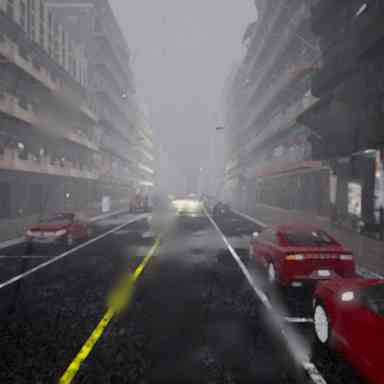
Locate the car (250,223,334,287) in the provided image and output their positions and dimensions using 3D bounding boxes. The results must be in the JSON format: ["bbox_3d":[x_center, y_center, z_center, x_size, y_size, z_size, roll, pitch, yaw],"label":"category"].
[{"bbox_3d":[2.692,1.510,9.025,1.887,1.381,4.507,0,0,0],"label":"car"}]

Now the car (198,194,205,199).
[{"bbox_3d":[2.697,1.272,94.124,1.752,1.417,4.829,0,0,0],"label":"car"}]

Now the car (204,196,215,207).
[{"bbox_3d":[2.694,1.413,37.337,2.008,1.369,4.403,0,0,0],"label":"car"}]

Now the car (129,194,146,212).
[{"bbox_3d":[-5.687,1.177,37.358,2.192,1.841,5.009,0,0,0],"label":"car"}]

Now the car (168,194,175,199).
[{"bbox_3d":[-5.683,1.272,93.807,1.752,1.417,4.829,0,0,0],"label":"car"}]

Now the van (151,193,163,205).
[{"bbox_3d":[-5.685,1.147,54.345,1.690,1.788,3.998,0,0,0],"label":"van"}]

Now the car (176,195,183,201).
[{"bbox_3d":[-2.993,1.314,74.976,1.895,1.301,4.718,0,0,0],"label":"car"}]

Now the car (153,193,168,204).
[{"bbox_3d":[-5.686,1.109,60.005,2.192,1.841,5.009,0,0,0],"label":"car"}]

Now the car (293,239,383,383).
[{"bbox_3d":[2.691,1.531,3.363,1.887,1.381,4.507,0,0,0],"label":"car"}]

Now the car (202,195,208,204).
[{"bbox_3d":[2.694,1.387,43.000,1.887,1.381,4.507,0,0,0],"label":"car"}]

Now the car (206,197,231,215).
[{"bbox_3d":[2.694,1.434,31.675,2.008,1.369,4.403,0,0,0],"label":"car"}]

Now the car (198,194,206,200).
[{"bbox_3d":[2.697,1.297,88.296,1.887,1.381,4.507,0,0,0],"label":"car"}]

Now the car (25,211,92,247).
[{"bbox_3d":[-5.689,1.526,14.709,1.802,1.307,4.206,0,0,0],"label":"car"}]

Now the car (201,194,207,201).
[{"bbox_3d":[2.695,1.264,48.659,1.967,1.590,4.097,0,0,0],"label":"car"}]

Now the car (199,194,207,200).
[{"bbox_3d":[2.697,1.305,82.630,1.887,1.381,4.507,0,0,0],"label":"car"}]

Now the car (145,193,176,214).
[{"bbox_3d":[-3.089,1.228,33.554,2.097,1.767,4.553,0,0,0],"label":"car"}]

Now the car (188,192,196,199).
[{"bbox_3d":[0.009,1.174,85.726,2.033,1.411,5.357,0,0,0],"label":"car"}]

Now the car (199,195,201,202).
[{"bbox_3d":[2.394,1.134,67.240,2.097,1.767,4.553,0,0,0],"label":"car"}]
